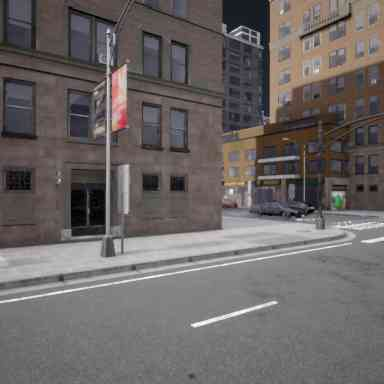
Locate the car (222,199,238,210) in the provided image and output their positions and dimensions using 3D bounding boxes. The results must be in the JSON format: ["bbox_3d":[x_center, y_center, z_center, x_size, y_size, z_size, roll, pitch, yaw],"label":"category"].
[{"bbox_3d":[4.182,1.594,43.311,1.802,1.307,4.206,0,0,-35],"label":"car"}]

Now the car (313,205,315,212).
[{"bbox_3d":[10.549,1.580,34.313,1.947,1.339,4.313,0,0,-35],"label":"car"}]

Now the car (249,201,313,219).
[{"bbox_3d":[7.433,1.541,29.184,2.033,1.411,5.357,0,0,-37],"label":"car"}]
